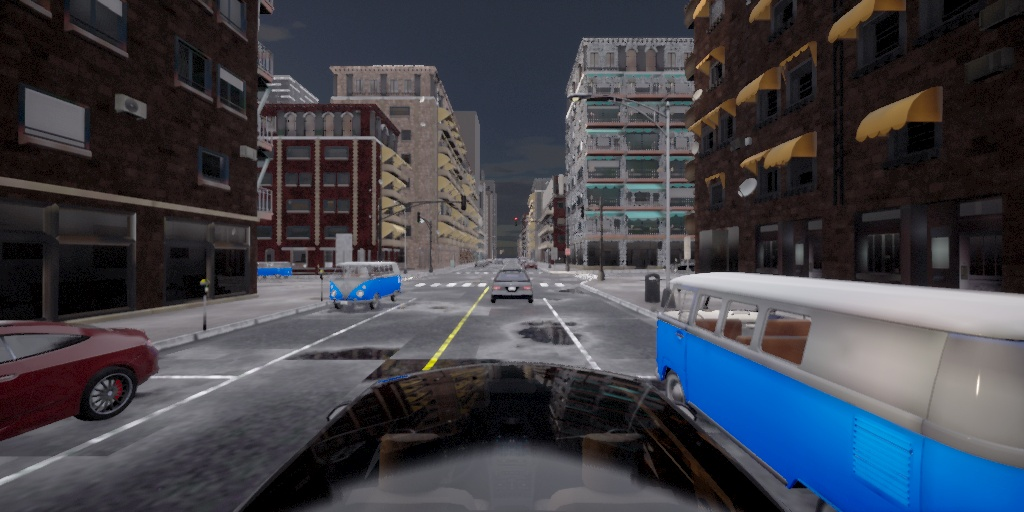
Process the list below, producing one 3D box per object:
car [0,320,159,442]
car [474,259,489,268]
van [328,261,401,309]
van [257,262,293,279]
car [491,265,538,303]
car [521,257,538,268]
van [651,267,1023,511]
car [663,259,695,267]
[{"bbox_3d":[-5.692,1.331,3.220,1.802,1.307,4.207,0,0,0],"label":"car"},{"bbox_3d":[-5.692,1.316,63.453,2.007,1.370,4.403,0,0,0],"label":"car"},{"bbox_3d":[-5.804,1.091,14.489,1.690,1.789,3.998,0,0,0],"label":"van"},{"bbox_3d":[-25.369,1.502,37.739,3.998,1.789,1.690,0,0,0],"label":"van"},{"bbox_3d":[0.000,1.314,16.500,2.033,1.411,5.357,0,0,0],"label":"car"},{"bbox_3d":[2.689,1.201,52.384,1.967,1.591,4.097,0,0,0],"label":"car"},{"bbox_3d":[2.689,1.090,3.216,1.690,1.789,3.998,0,0,0],"label":"van"},{"bbox_3d":[18.268,1.016,37.946,4.313,1.339,1.948,0,0,0],"label":"car"}]
